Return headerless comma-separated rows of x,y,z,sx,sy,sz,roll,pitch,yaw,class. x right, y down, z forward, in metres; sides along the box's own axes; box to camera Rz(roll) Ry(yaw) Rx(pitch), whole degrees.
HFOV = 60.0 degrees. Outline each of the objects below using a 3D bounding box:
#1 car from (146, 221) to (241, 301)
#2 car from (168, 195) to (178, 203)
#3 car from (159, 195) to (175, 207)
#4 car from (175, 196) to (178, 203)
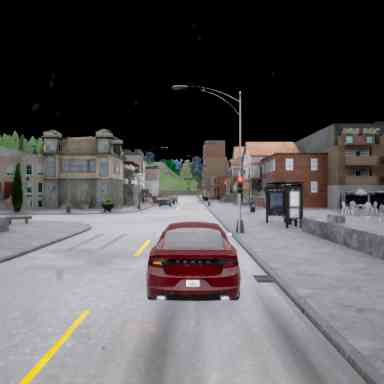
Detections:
0.048,1.478,8.396,1.882,1.535,5.008,0,0,1,car
-4.015,1.500,71.640,1.837,1.490,4.892,0,0,0,car
-4.110,1.505,51.968,1.837,1.490,4.892,0,0,0,car
-4.072,1.600,61.273,1.895,1.301,4.718,0,0,0,car
